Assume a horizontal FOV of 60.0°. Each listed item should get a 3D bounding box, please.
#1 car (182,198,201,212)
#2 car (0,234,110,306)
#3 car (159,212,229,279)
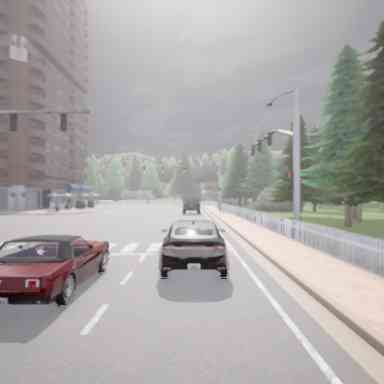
[{"bbox_3d":[-0.050,1.724,42.516,2.150,2.045,5.566,0,0,-1],"label":"car"},{"bbox_3d":[-3.433,1.699,8.189,1.895,1.301,4.718,0,-1,0],"label":"car"},{"bbox_3d":[0.051,1.616,10.474,2.128,1.511,4.902,0,-1,0],"label":"car"}]
